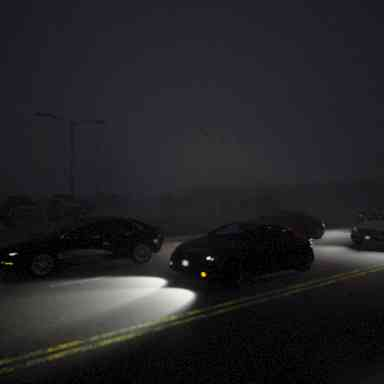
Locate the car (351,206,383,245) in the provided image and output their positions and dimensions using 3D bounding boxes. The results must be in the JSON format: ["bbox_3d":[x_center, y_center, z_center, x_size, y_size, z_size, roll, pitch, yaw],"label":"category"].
[{"bbox_3d":[8.739,1.476,14.216,4.674,1.442,1.812,0,0,-34],"label":"car"}]

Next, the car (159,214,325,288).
[{"bbox_3d":[1.484,1.542,9.235,4.181,1.385,1.994,0,0,-34],"label":"car"}]

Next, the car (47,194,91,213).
[{"bbox_3d":[-8.922,1.127,23.604,1.905,1.878,3.866,0,0,-36],"label":"car"}]

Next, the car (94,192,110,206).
[{"bbox_3d":[-16.601,1.068,58.281,1.932,1.855,4.605,0,0,-36],"label":"car"}]

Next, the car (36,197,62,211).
[{"bbox_3d":[-16.943,1.351,39.356,1.970,1.475,3.806,0,0,-36],"label":"car"}]

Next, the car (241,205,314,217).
[{"bbox_3d":[4.170,1.523,15.314,4.181,1.385,1.994,0,0,-32],"label":"car"}]

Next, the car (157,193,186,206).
[{"bbox_3d":[-3.290,1.057,49.311,1.932,1.855,4.605,0,0,-36],"label":"car"}]

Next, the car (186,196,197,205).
[{"bbox_3d":[-0.903,1.259,50.953,1.784,1.438,3.905,0,0,-36],"label":"car"}]

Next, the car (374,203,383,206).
[{"bbox_3d":[12.377,1.420,20.922,4.902,1.511,2.128,0,0,-34],"label":"car"}]

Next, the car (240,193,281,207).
[{"bbox_3d":[6.973,1.067,35.111,1.905,1.878,3.866,0,0,-36],"label":"car"}]

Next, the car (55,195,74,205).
[{"bbox_3d":[-21.096,1.327,54.979,1.970,1.475,3.806,0,0,-36],"label":"car"}]

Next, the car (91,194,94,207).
[{"bbox_3d":[-18.748,1.287,56.671,1.784,1.438,3.905,0,0,-36],"label":"car"}]

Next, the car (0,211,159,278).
[{"bbox_3d":[-3.193,1.491,10.254,4.892,1.490,1.837,0,0,-35],"label":"car"}]

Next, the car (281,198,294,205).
[{"bbox_3d":[9.329,1.297,36.796,1.970,1.475,3.806,0,0,-36],"label":"car"}]

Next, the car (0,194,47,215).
[{"bbox_3d":[-11.302,1.133,21.956,1.932,1.855,4.605,0,0,-36],"label":"car"}]
